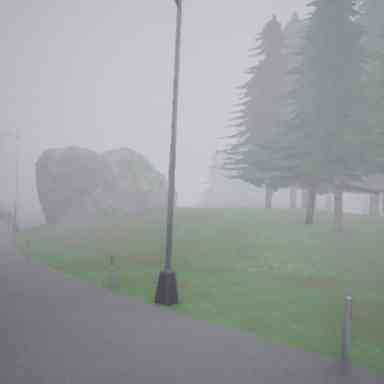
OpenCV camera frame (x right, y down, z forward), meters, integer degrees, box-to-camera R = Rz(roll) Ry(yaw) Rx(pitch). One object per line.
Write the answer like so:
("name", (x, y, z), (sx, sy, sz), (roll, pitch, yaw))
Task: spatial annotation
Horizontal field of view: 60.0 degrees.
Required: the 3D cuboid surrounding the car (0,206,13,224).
("car", (-21.216, 2.453, 35.719), (2.150, 2.045, 5.566), (2, -3, -8))
